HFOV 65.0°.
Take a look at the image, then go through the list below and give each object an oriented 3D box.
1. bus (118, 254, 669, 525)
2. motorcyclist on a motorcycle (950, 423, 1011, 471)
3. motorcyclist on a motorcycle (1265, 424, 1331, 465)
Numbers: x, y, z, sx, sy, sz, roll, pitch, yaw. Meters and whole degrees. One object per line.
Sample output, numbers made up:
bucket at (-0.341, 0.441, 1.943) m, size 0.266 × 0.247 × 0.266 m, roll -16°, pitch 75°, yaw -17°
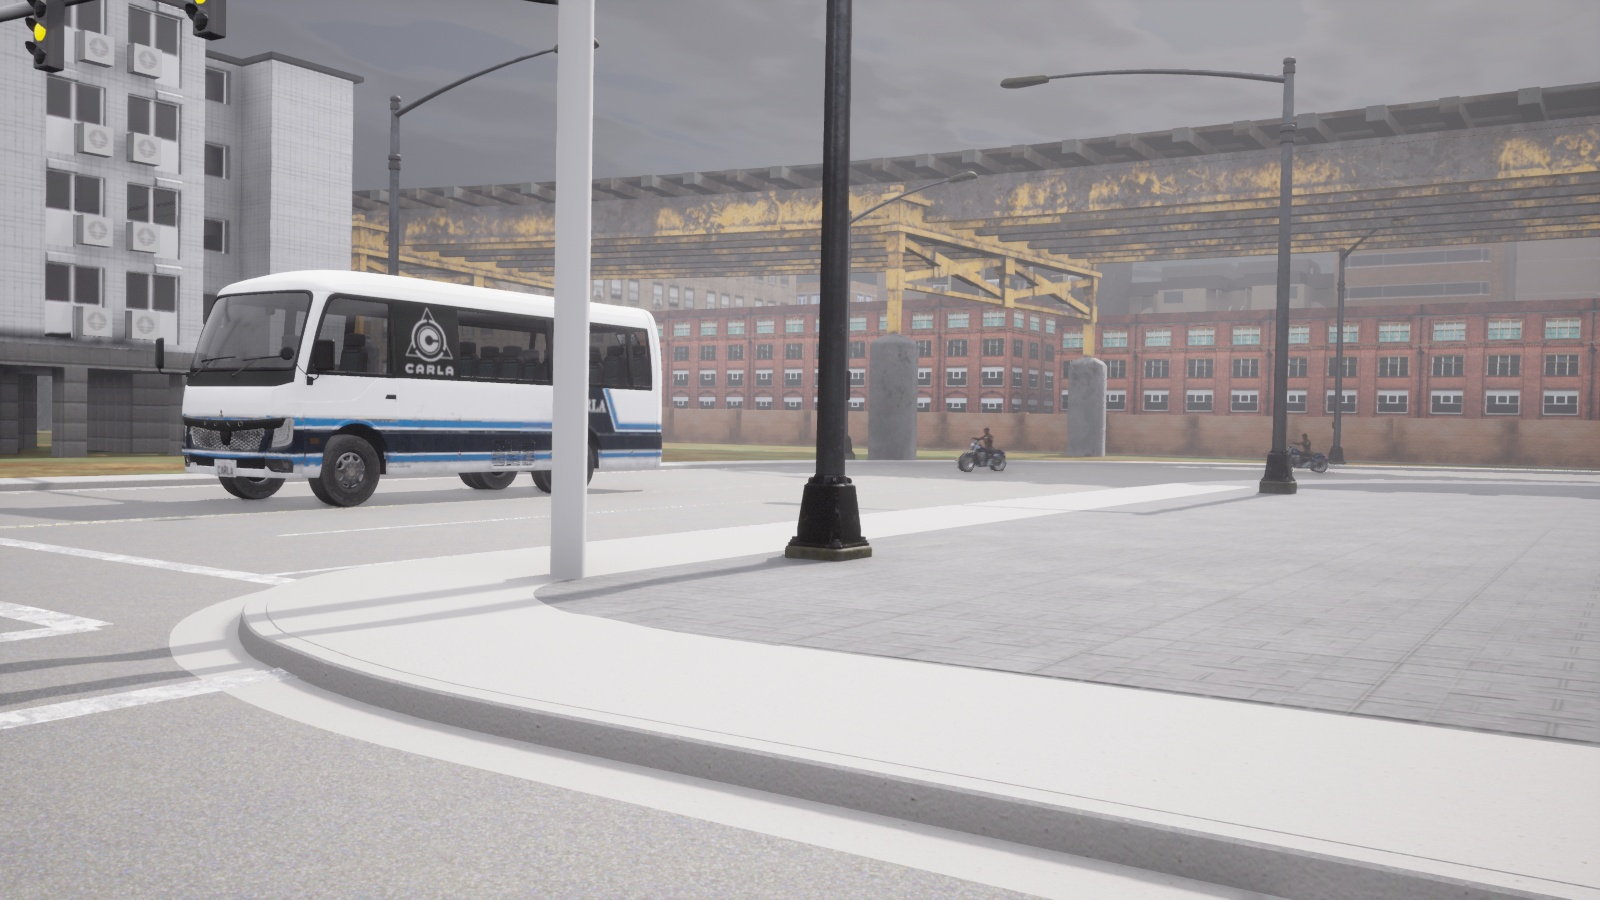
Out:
bus at (-7.391, -1.054, 25.062) m, size 3.944 × 4.253 × 10.273 m, roll 1°, pitch 1°, yaw 33°
motorcyclist on a motorcycle at (6.407, -0.118, 44.527) m, size 2.350 × 1.649 × 0.766 m, roll -1°, pitch 2°, yaw -39°
motorcyclist on a motorcycle at (19.980, -0.228, 50.439) m, size 2.350 × 1.649 × 0.766 m, roll 0°, pitch 2°, yaw -5°
